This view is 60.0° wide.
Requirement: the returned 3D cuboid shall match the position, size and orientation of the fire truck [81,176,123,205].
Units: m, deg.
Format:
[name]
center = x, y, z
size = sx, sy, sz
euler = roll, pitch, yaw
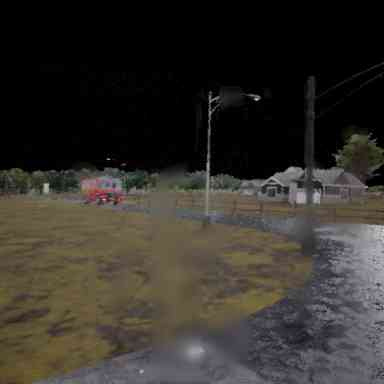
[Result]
[fire truck]
center = -12.602, -0.185, 45.970
size = 2.891, 3.827, 8.468
euler = 2, -1, -35
